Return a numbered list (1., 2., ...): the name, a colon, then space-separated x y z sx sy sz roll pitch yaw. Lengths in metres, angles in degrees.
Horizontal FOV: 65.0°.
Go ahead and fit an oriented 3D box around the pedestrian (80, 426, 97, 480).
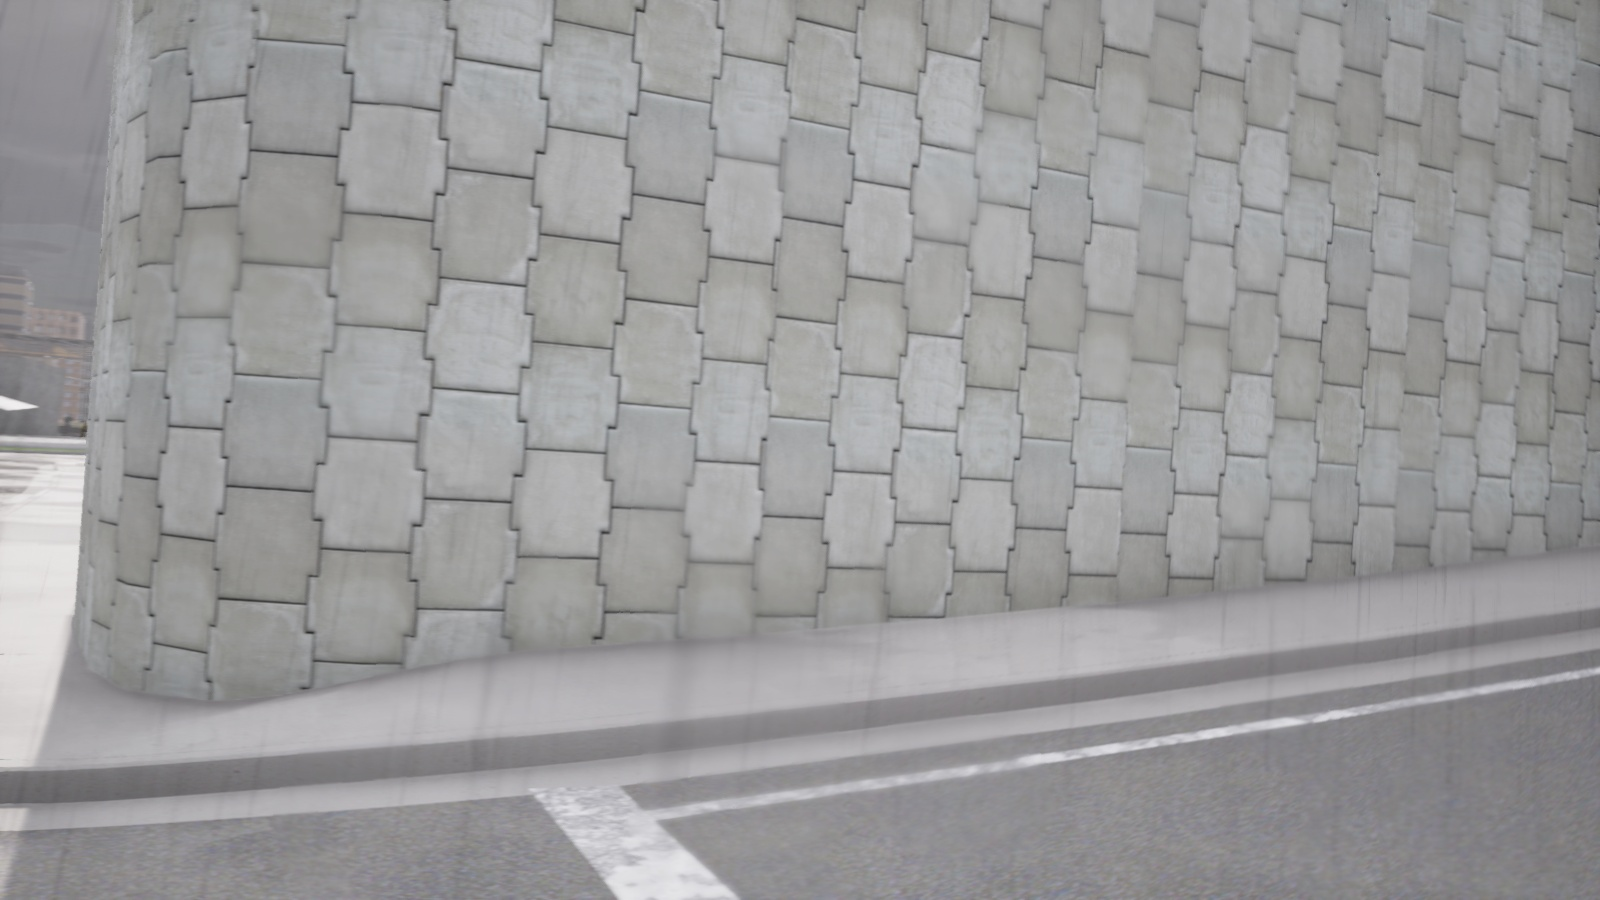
1. pedestrian: -24.229 0.100 42.760 0.370 1.835 0.726 3 -1 -24
